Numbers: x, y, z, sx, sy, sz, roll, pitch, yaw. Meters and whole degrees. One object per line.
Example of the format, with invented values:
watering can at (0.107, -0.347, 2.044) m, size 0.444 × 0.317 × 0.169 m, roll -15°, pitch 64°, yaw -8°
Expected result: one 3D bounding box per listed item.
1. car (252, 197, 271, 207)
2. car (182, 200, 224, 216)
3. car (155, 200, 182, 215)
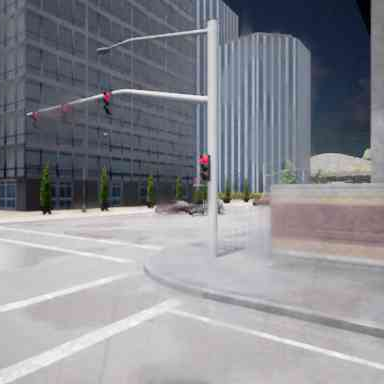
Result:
car at (11.285, 1.534, 52.614) m, size 1.882 × 1.535 × 5.008 m, roll 0°, pitch 0°, yaw 36°
car at (1.423, 1.560, 33.059) m, size 1.837 × 1.490 × 4.892 m, roll 0°, pitch 0°, yaw 36°
car at (-1.811, 1.581, 34.530) m, size 1.812 × 1.442 × 4.674 m, roll 0°, pitch 0°, yaw 35°
